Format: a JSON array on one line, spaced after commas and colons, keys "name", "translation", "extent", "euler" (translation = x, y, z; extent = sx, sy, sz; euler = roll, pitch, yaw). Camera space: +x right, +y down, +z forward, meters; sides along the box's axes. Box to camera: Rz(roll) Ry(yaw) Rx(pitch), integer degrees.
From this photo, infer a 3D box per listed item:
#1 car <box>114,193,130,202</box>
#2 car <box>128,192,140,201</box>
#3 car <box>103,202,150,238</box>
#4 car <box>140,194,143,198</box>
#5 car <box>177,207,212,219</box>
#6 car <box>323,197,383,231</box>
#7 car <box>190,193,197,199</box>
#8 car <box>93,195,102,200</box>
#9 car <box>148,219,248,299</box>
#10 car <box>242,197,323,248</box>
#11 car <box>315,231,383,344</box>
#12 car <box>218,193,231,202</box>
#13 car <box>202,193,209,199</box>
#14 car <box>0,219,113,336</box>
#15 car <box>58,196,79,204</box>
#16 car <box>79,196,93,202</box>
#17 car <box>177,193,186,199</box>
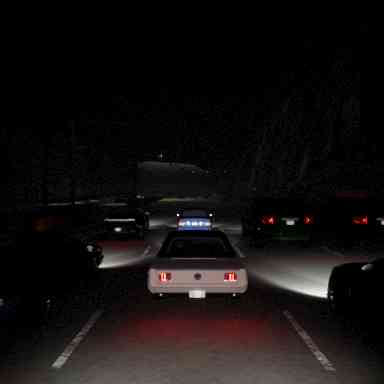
[{"name": "car", "translation": [-13.880, 1.463, 64.614], "extent": [1.837, 1.490, 4.892], "euler": [0, 0, 0]}, {"name": "car", "translation": [-13.787, 1.137, 74.707], "extent": [2.150, 2.045, 5.566], "euler": [0, 0, 1]}, {"name": "car", "translation": [-3.372, 1.492, 17.535], "extent": [2.128, 1.511, 4.902], "euler": [0, 0, 0]}, {"name": "car", "translation": [-13.690, 1.335, 84.887], "extent": [1.812, 1.442, 4.674], "euler": [0, 1, 1]}, {"name": "car", "translation": [0.128, 1.548, 18.222], "extent": [2.033, 1.411, 5.357], "euler": [0, 0, 0]}, {"name": "car", "translation": [7.115, 1.221, 14.901], "extent": [2.150, 2.045, 5.566], "euler": [0, 0, 0]}, {"name": "car", "translation": [0.394, 1.242, 93.579], "extent": [1.994, 1.385, 4.181], "euler": [0, 1, 1]}, {"name": "car", "translation": [-24.194, 1.370, 84.438], "extent": [1.994, 1.385, 4.181], "euler": [0, 1, 1]}, {"name": "car", "translation": [0.111, 1.601, 8.384], "extent": [1.895, 1.301, 4.718], "euler": [0, 0, 0]}, {"name": "car", "translation": [3.616, 1.221, 14.868], "extent": [2.150, 2.045, 5.566], "euler": [0, 0, 0]}, {"name": "car", "translation": [3.605, 1.564, 4.815], "extent": [1.994, 1.385, 4.181], "euler": [0, 0, 0]}, {"name": "car", "translation": [7.232, 1.476, 70.624], "extent": [2.033, 1.411, 5.357], "euler": [0, 0, 1]}, {"name": "car", "translation": [3.890, 1.217, 93.169], "extent": [2.128, 1.511, 4.902], "euler": [0, 1, 1]}, {"name": "car", "translation": [-3.391, 1.547, 6.953], "extent": [2.033, 1.411, 5.357], "euler": [0, 0, 0]}, {"name": "car", "translation": [-24.379, 1.436, 64.684], "extent": [1.882, 1.535, 5.008], "euler": [0, 0, 0]}, {"name": "car", "translation": [-24.291, 1.511, 74.366], "extent": [1.895, 1.301, 4.718], "euler": [0, 0, 1]}, {"name": "car", "translation": [-3.110, 1.170, 93.230], "extent": [1.882, 1.535, 5.008], "euler": [0, 1, 1]}]
